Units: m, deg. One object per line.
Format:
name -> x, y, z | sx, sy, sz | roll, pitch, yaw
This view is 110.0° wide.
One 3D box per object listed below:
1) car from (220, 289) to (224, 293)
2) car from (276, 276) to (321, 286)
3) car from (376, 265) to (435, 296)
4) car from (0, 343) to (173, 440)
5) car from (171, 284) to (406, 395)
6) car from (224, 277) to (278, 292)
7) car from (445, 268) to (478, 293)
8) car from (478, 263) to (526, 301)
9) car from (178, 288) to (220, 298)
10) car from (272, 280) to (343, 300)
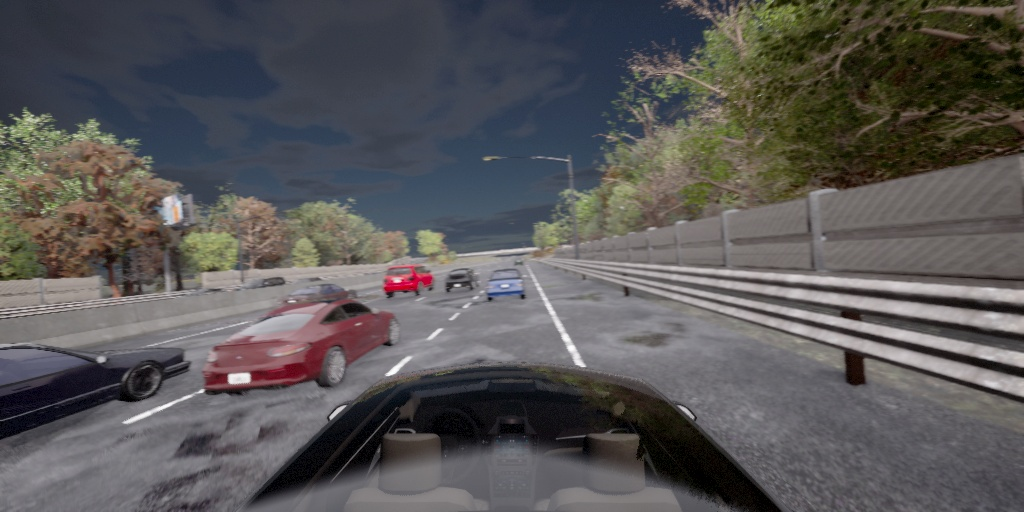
car -> -27.673, 3.604, 38.002 | 2.097, 1.767, 4.553 | -5, 0, 2
car -> -20.765, 3.001, 35.931 | 2.097, 1.767, 4.553 | -5, 0, 2
car -> -6.966, 1.643, 24.717 | 2.150, 2.045, 5.566 | -5, 0, 2
car -> -7.520, 1.953, 4.770 | 2.033, 1.411, 5.357 | -5, 0, 2
car -> -3.951, 1.633, 7.563 | 1.812, 1.442, 4.674 | -5, 0, 2
car -> -24.300, 3.173, 34.766 | 2.150, 2.045, 5.566 | -5, 0, 2
car -> -3.436, 1.625, 25.288 | 1.837, 1.490, 4.892 | -5, 0, 2
car -> -0.242, 1.369, 18.327 | 2.033, 1.411, 5.357 | -5, 0, 2
car -> -31.200, 4.058, 36.347 | 1.837, 1.490, 4.892 | -5, -1, 2
car -> -10.569, 2.265, 19.845 | 2.033, 1.411, 5.357 | -5, 0, 2
